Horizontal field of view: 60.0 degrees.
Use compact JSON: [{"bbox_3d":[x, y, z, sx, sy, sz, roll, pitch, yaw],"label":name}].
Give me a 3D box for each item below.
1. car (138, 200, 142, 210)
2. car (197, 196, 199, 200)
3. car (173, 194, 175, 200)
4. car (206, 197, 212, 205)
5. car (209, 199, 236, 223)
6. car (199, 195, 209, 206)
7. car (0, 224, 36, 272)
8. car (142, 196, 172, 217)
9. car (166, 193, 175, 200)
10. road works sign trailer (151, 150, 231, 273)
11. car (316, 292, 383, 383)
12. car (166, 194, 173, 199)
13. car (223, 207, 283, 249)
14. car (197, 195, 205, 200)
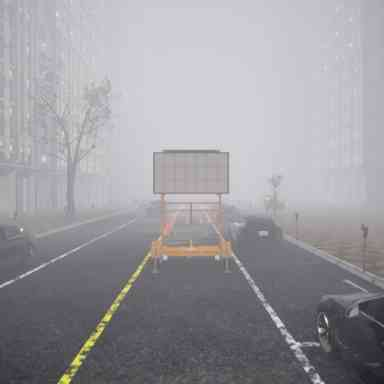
[{"bbox_3d":[-5.804,1.536,42.564,2.008,1.369,4.403,-1,0,0],"label":"car"},{"bbox_3d":[2.494,1.516,76.452,2.008,1.369,4.403,-1,0,0],"label":"car"},{"bbox_3d":[-5.901,1.543,82.054,1.802,1.307,4.206,-1,0,0],"label":"car"},{"bbox_3d":[2.604,1.516,31.480,1.752,1.417,4.829,-1,0,0],"label":"car"},{"bbox_3d":[2.618,1.538,25.667,1.887,1.381,4.507,-1,0,0],"label":"car"},{"bbox_3d":[2.549,1.525,53.881,1.887,1.381,4.507,-1,0,0],"label":"car"},{"bbox_3d":[-5.721,1.564,8.716,1.947,1.339,4.313,-1,0,0],"label":"car"},{"bbox_3d":[-3.175,1.468,31.001,1.882,1.535,5.008,0,0,0],"label":"car"},{"bbox_3d":[-5.932,1.266,93.336,2.192,1.841,5.009,-1,0,0],"label":"car"},{"bbox_3d":[-0.025,0.462,10.639,2.380,3.560,2.880,0,0,0],"label":"road works sign trailer"},{"bbox_3d":[2.675,1.565,3.096,1.947,1.339,4.313,-1,0,0],"label":"car"},{"bbox_3d":[-5.887,1.491,76.243,1.752,1.417,4.829,-1,0,0],"label":"car"},{"bbox_3d":[2.647,1.562,14.382,1.947,1.339,4.313,-1,0,0],"label":"car"},{"bbox_3d":[2.452,1.502,93.380,2.008,1.369,4.403,-1,0,0],"label":"car"}]
